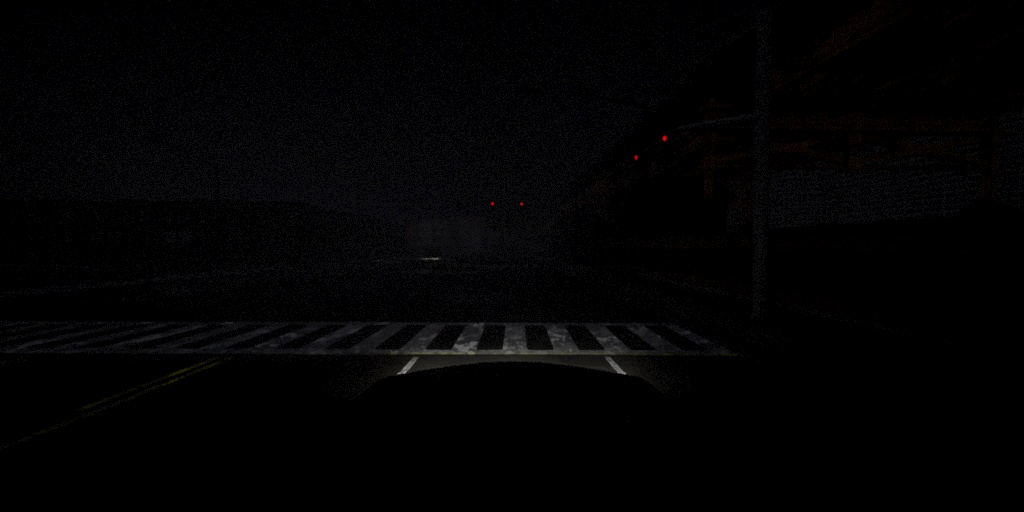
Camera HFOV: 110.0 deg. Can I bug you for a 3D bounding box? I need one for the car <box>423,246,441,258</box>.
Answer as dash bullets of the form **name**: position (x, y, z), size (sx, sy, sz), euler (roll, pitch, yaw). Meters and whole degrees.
- **car**: position (-14.014, -0.667, 63.258), size (2.150, 2.045, 5.566), euler (0, 3, 0)
